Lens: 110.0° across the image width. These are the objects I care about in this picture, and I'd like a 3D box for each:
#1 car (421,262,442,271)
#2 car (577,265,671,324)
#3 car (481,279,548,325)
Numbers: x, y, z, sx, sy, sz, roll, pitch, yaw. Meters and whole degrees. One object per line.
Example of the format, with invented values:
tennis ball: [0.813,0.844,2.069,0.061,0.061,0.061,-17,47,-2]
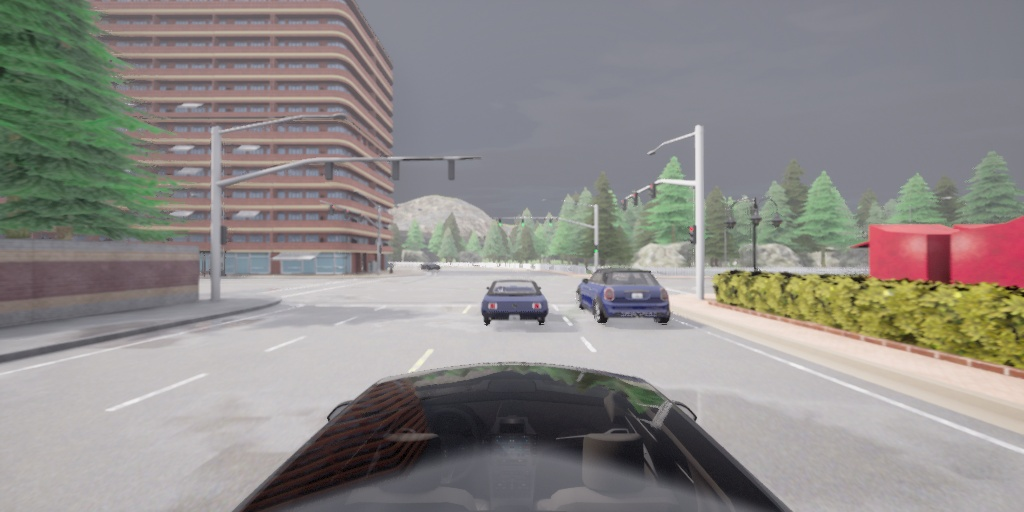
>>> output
car: [-12.988,1.647,57.269,2.033,1.411,5.357,0,0,-32]
car: [3.590,1.169,12.378,2.097,1.767,4.553,0,0,0]
car: [0.060,1.416,12.045,1.895,1.301,4.718,0,0,0]
